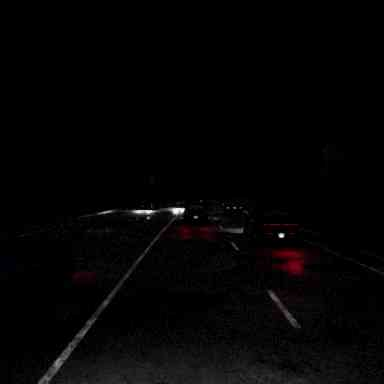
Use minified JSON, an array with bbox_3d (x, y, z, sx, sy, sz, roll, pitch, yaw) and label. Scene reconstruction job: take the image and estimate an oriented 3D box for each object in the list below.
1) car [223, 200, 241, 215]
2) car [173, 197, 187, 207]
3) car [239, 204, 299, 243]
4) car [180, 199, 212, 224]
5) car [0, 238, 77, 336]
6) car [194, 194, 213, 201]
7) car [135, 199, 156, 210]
[{"bbox_3d":[4.209,1.538,34.202,2.033,1.411,5.357,0,0,4],"label":"car"},{"bbox_3d":[-1.568,1.475,48.818,2.128,1.511,4.902,0,0,8],"label":"car"},{"bbox_3d":[3.645,1.500,15.890,1.837,1.490,4.892,0,0,0],"label":"car"},{"bbox_3d":[0.313,1.518,24.732,1.812,1.442,4.674,0,0,1],"label":"car"},{"bbox_3d":[-3.597,1.546,5.514,2.033,1.411,5.357,0,0,0],"label":"car"},{"bbox_3d":[1.429,1.208,42.987,2.150,2.045,5.566,0,0,6],"label":"car"},{"bbox_3d":[-5.836,1.546,42.320,1.994,1.385,4.181,0,0,6],"label":"car"}]
